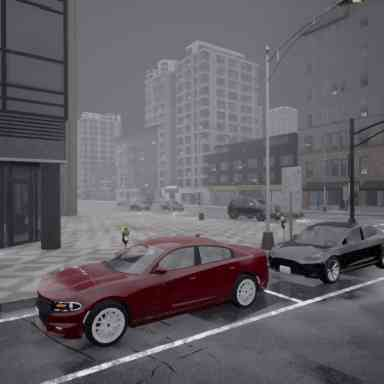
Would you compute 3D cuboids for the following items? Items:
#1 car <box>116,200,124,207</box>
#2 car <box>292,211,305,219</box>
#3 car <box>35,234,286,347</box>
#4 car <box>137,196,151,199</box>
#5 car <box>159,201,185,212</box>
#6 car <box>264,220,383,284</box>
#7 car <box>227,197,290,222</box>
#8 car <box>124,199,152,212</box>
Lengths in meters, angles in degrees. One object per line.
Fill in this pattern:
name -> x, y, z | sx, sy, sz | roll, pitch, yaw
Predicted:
car -> -13.858, 2.285, 68.377 | 2.033, 1.411, 5.357 | 0, 0, -35
car -> 8.345, 1.831, 31.040 | 1.994, 1.385, 4.181 | 0, -1, -35
car -> -0.496, 1.544, 6.299 | 4.507, 1.381, 1.887 | 0, 0, -35
car -> -10.320, 1.928, 68.998 | 2.150, 2.045, 5.566 | 0, 0, -35
car -> -2.904, 2.010, 46.957 | 1.837, 1.490, 4.892 | 0, 0, -35
car -> 4.099, 1.564, 9.576 | 4.313, 1.339, 1.947 | 0, 0, -35
car -> 5.469, 1.509, 29.475 | 2.150, 2.045, 5.566 | 0, 0, -35
car -> -7.606, 2.071, 48.001 | 1.837, 1.490, 4.892 | 0, -1, -35
